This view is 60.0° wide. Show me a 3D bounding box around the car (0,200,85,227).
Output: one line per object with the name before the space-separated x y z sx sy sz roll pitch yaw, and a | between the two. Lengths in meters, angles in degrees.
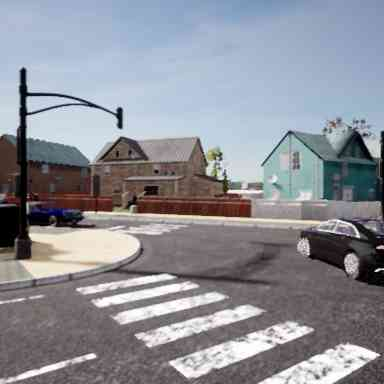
car | -8.553 1.242 19.131 4.718 1.301 1.895 1 0 20

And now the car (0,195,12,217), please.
car | -16.195 0.971 24.950 5.008 1.535 1.882 1 0 19

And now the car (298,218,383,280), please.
car | 4.889 1.519 10.061 2.128 1.511 4.902 1 0 -6

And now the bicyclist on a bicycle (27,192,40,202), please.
bicyclist on a bicycle | -12.751 0.834 26.827 0.582 1.620 1.656 1 1 19
